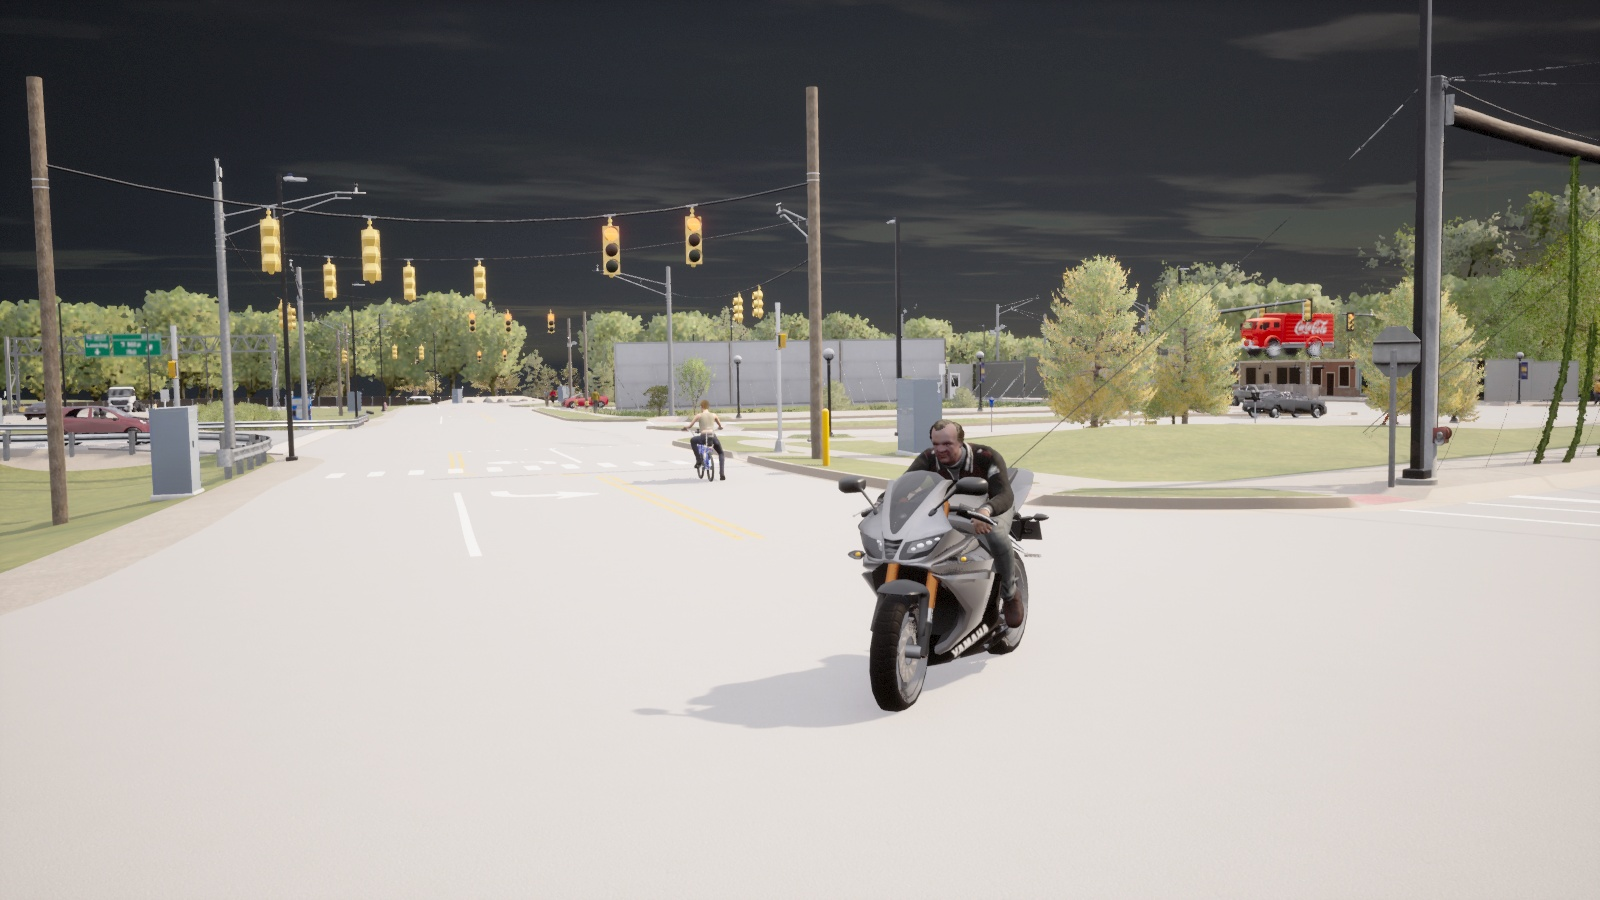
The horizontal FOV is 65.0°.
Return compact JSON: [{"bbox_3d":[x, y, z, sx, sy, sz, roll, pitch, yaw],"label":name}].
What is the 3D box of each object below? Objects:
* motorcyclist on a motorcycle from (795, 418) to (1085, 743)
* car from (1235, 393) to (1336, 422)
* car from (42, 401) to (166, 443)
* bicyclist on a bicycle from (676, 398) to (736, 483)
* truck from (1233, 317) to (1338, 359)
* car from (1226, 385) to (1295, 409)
[{"bbox_3d":[0.895,0.607,7.232,0.866,1.530,2.191,0,3,29],"label":"motorcyclist on a motorcycle"},{"bbox_3d":[26.541,-2.332,68.681,4.902,1.511,2.128,-1,3,-20],"label":"car"},{"bbox_3d":[-26.079,-1.087,47.183,3.633,1.501,1.845,-1,3,-11],"label":"car"},{"bbox_3d":[-1.888,-0.210,24.951,0.866,1.612,1.509,-2,3,-16],"label":"bicyclist on a bicycle"},{"bbox_3d":[29.013,-6.728,75.114,5.204,2.467,2.627,-2,6,-15],"label":"truck"},{"bbox_3d":[33.323,-3.853,91.032,2.152,1.651,5.027,-2,4,-15],"label":"car"}]
